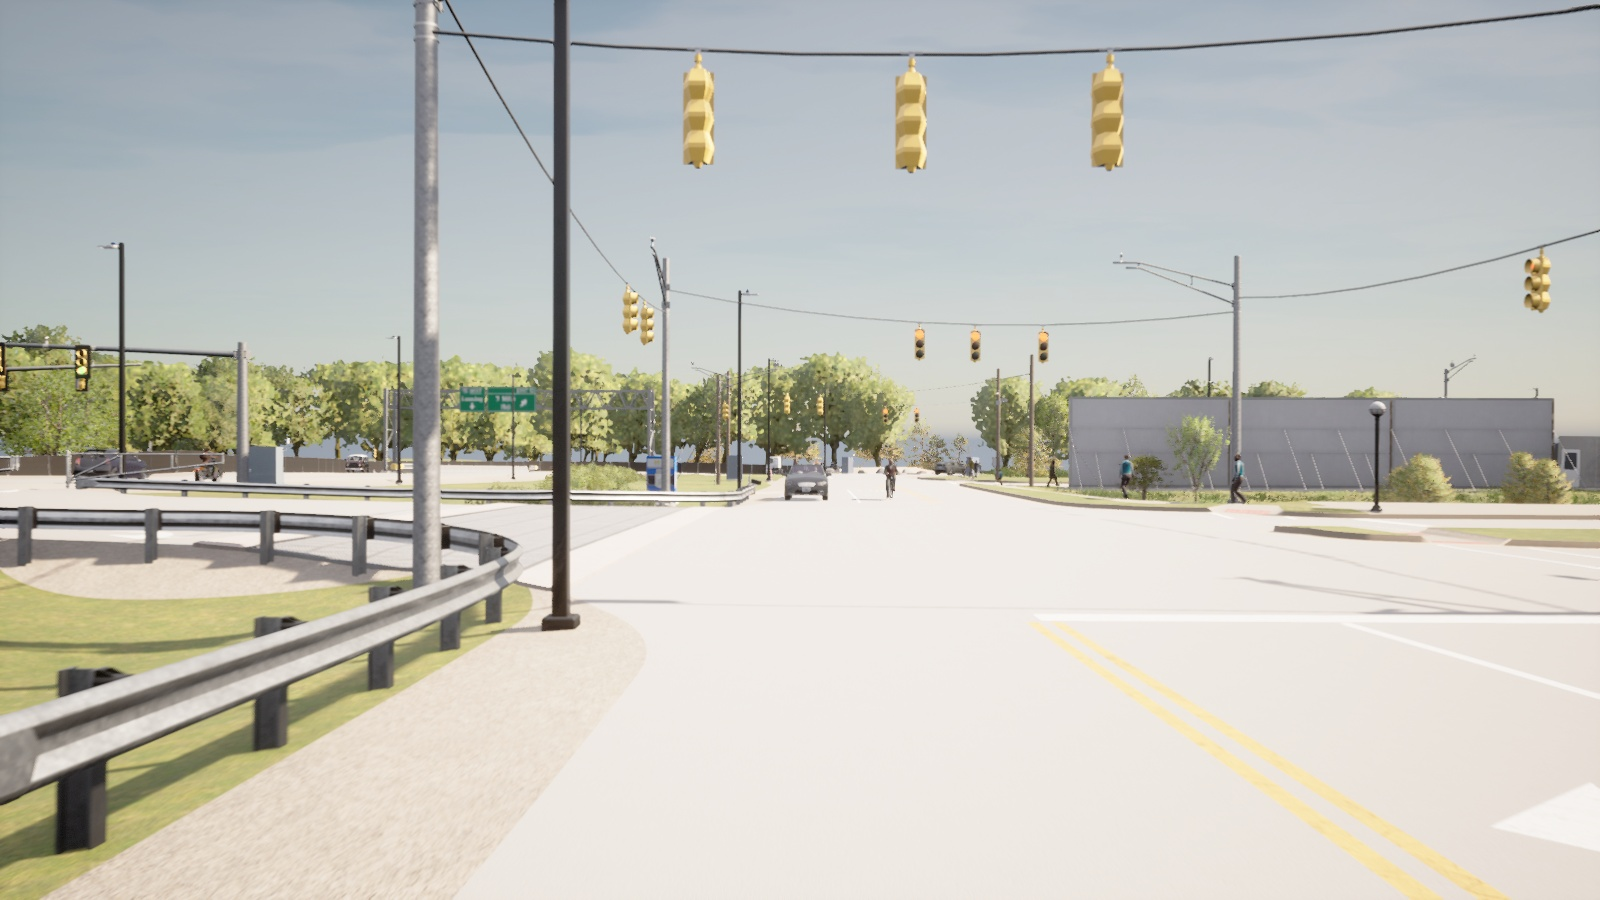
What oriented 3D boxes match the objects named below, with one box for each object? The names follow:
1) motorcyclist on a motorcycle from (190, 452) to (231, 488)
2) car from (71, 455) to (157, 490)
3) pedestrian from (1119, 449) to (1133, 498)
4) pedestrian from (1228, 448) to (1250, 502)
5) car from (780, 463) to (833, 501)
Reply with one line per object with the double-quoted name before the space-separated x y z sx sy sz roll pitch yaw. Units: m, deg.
"motorcyclist on a motorcycle" -27.233 0.935 58.016 0.766 1.649 2.350 0 -1 1
"car" -30.748 0.992 56.435 1.845 1.501 3.633 0 -1 1
"pedestrian" 13.167 0.938 50.713 0.396 1.930 0.692 0 1 -1
"pedestrian" 15.702 0.885 44.929 0.692 1.930 0.396 0 1 31
"car" 0.305 1.324 53.798 2.128 1.511 4.902 0 0 1
